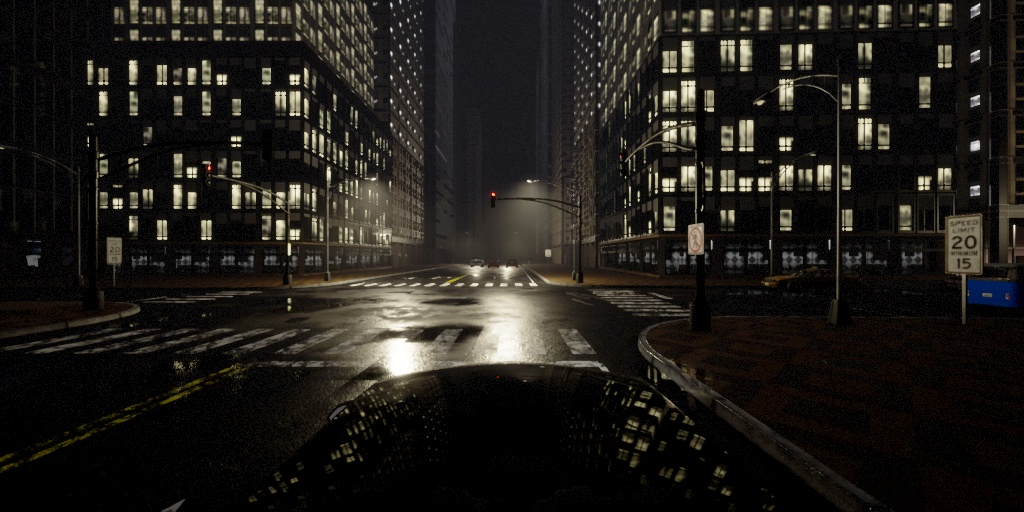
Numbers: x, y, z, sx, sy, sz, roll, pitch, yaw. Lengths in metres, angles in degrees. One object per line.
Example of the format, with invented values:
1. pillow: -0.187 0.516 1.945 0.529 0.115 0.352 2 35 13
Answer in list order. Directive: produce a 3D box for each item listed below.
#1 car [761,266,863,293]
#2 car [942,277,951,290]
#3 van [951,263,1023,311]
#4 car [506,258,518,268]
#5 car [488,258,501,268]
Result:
1. car: 17.092 1.293 20.562 4.829 1.417 1.751 0 0 2
2. car: 26.926 1.356 20.075 4.207 1.307 1.802 0 0 2
3. van: 18.361 1.119 12.390 3.998 1.789 1.690 0 0 2
4. car: 0.014 1.212 63.536 2.097 1.767 4.553 0 0 0
5. car: -3.237 1.460 63.180 1.895 1.301 4.718 0 0 0
